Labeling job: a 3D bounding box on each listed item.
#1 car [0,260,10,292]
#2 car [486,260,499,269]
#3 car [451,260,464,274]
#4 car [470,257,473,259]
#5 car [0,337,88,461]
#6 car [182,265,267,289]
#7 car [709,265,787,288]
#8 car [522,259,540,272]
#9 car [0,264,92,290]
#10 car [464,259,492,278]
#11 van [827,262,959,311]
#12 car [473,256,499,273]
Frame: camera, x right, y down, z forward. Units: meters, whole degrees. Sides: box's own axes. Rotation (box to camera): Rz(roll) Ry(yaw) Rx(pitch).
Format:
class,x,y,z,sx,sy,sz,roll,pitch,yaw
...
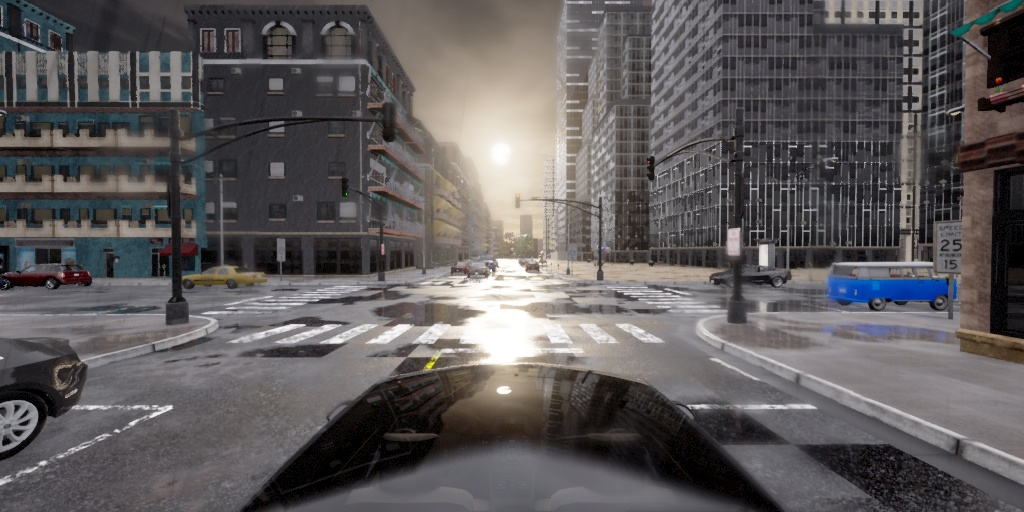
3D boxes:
class,x,y,z,sx,sy,sz,roll,pitch,yaw
car,-31.139,1.147,19.525,4.553,1.767,2.097,0,1,0
car,-3.182,1.309,58.767,1.994,1.385,4.181,0,0,0
car,-5.762,1.289,40.285,1.888,1.381,4.507,0,0,0
car,-5.773,1.184,45.934,1.967,1.591,4.097,0,0,0
car,-5.692,1.300,2.219,2.007,1.370,4.403,0,0,0
car,-17.920,1.247,22.180,4.829,1.417,1.751,0,0,0
car,14.638,1.215,22.293,4.313,1.339,1.948,0,0,0
car,2.575,1.289,46.007,1.888,1.381,4.507,0,0,0
car,-28.818,1.190,22.142,4.097,1.591,1.967,0,0,0
car,-3.159,1.270,34.261,1.812,1.442,4.674,0,0,0
van,14.667,1.116,13.913,3.998,1.789,1.690,0,0,0
car,-3.178,0.965,44.880,2.150,2.045,5.566,0,0,0
